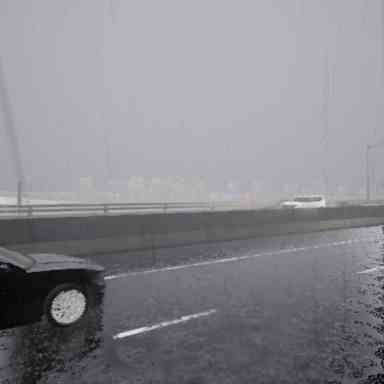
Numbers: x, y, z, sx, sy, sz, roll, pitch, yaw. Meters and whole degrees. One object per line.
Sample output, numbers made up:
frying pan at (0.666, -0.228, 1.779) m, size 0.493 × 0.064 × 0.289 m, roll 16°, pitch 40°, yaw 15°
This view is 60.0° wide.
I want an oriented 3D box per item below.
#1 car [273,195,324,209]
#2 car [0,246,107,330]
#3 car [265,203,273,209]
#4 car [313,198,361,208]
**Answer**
car at (11.077, 1.355, 33.093) m, size 5.566 × 2.045 × 2.150 m, roll 0°, pitch 0°, yaw -34°
car at (-3.868, 1.472, 5.281) m, size 5.008 × 1.535 × 1.882 m, roll 0°, pitch 0°, yaw -36°
car at (10.159, 1.492, 36.699) m, size 4.553 × 1.767 × 2.097 m, roll 0°, pitch 0°, yaw -34°
car at (13.845, 1.632, 30.743) m, size 4.902 × 1.511 × 2.128 m, roll 0°, pitch 0°, yaw -34°
